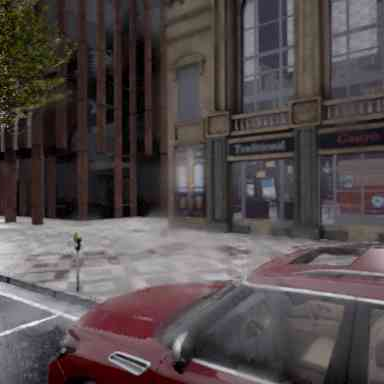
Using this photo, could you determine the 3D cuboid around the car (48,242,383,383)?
[{"bbox_3d":[1.142,1.315,2.268,5.009,1.841,2.192,0,0,35],"label":"car"}]
